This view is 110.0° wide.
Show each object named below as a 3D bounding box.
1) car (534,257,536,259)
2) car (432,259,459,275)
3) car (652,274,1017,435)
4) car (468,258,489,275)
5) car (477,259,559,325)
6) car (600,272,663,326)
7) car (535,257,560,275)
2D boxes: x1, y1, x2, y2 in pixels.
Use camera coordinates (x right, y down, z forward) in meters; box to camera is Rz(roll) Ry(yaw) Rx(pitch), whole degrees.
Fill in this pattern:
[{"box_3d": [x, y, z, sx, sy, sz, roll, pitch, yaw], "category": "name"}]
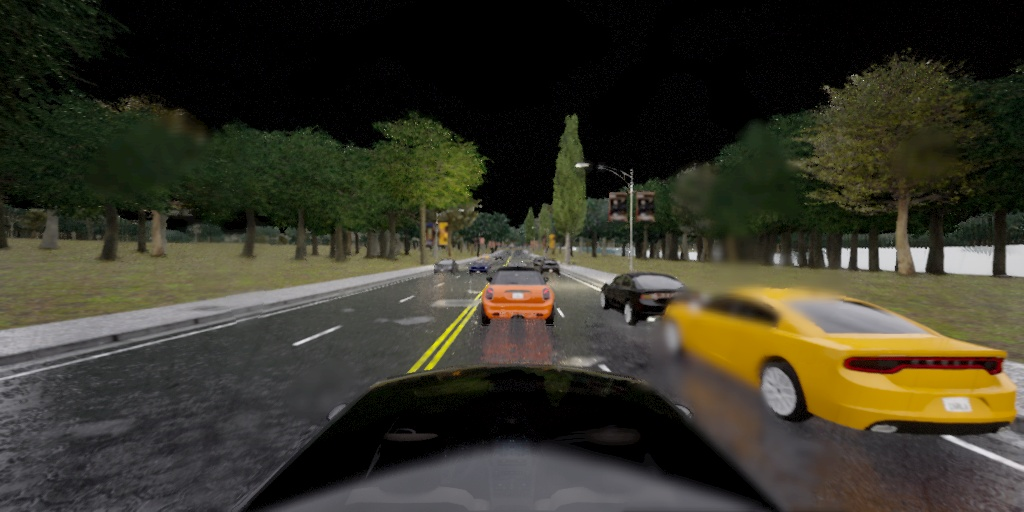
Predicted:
[{"box_3d": [3.684, 0.883, 47.941, 1.837, 1.490, 4.892, 0, 1, 1], "category": "car"}, {"box_3d": [-6.299, 1.009, 34.794, 1.812, 1.442, 4.674, 0, 1, 1], "category": "car"}, {"box_3d": [4.250, 1.260, 5.881, 1.882, 1.535, 5.008, 0, 0, 1], "category": "car"}, {"box_3d": [-3.052, 1.105, 34.615, 1.895, 1.301, 4.718, 0, 1, 1], "category": "car"}, {"box_3d": [0.183, 1.102, 11.966, 2.097, 1.767, 4.553, 0, 0, 1], "category": "car"}, {"box_3d": [4.306, 1.251, 11.877, 1.882, 1.535, 5.008, 0, 0, 1], "category": "car"}, {"box_3d": [3.588, 1.040, 35.132, 1.837, 1.490, 4.892, 0, 1, 1], "category": "car"}]
